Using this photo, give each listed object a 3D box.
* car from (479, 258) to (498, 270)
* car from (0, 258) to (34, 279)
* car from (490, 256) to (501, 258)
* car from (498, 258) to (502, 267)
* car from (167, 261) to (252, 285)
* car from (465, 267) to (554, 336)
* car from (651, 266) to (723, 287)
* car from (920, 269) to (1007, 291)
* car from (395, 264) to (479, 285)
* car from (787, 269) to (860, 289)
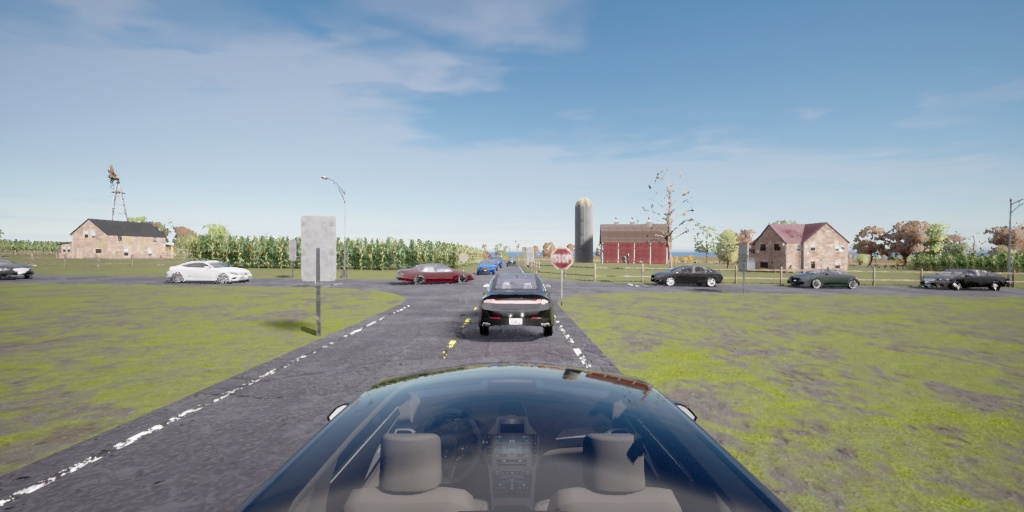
[{"bbox_3d":[-2.814,1.247,39.878,1.882,1.535,5.008,0,0,-1],"label":"car"},{"bbox_3d":[-34.046,0.780,23.124,4.902,1.511,2.128,1,1,0],"label":"car"},{"bbox_3d":[-2.801,1.021,61.073,2.150,2.045,5.566,0,0,1],"label":"car"},{"bbox_3d":[-2.824,1.330,50.427,2.033,1.411,5.357,0,0,0],"label":"car"},{"bbox_3d":[-19.511,1.032,23.163,4.674,1.442,1.812,1,1,0],"label":"car"},{"bbox_3d":[0.142,1.242,10.388,2.128,1.511,4.902,0,0,1],"label":"car"},{"bbox_3d":[12.737,1.444,26.273,4.892,1.490,1.837,1,1,1],"label":"car"},{"bbox_3d":[32.964,1.707,26.288,4.902,1.511,2.128,1,1,0],"label":"car"},{"bbox_3d":[-5.395,1.248,25.206,5.357,1.411,2.033,1,0,-27],"label":"car"},{"bbox_3d":[22.719,1.642,26.258,4.181,1.385,1.994,1,1,0],"label":"car"}]
